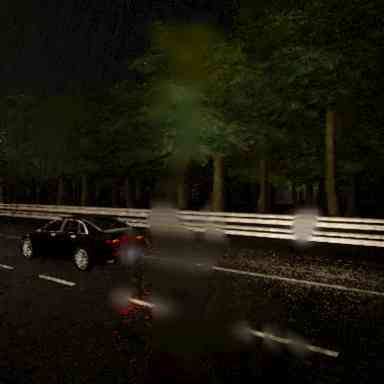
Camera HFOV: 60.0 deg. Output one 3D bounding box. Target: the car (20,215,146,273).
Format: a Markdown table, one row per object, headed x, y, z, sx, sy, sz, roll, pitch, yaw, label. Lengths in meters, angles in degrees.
| x | y | z | sx | sy | sz | roll | pitch | yaw | label |
| --- | --- | --- | --- | --- | --- | --- | --- | --- | --- |
| -3.676 | 1.508 | 10.795 | 4.892 | 1.490 | 1.837 | 0 | 0 | 36 | car |
